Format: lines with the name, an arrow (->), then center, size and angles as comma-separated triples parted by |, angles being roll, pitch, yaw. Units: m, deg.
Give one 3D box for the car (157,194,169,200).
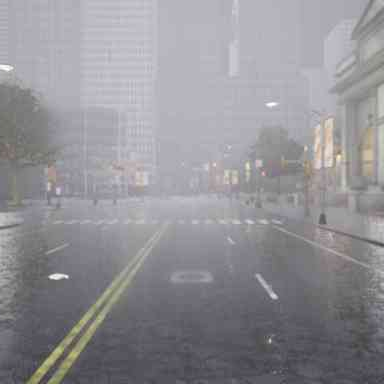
car -> -7.038, 1.335, 85.073 | 2.128, 1.511, 4.902 | 0, 0, 0
